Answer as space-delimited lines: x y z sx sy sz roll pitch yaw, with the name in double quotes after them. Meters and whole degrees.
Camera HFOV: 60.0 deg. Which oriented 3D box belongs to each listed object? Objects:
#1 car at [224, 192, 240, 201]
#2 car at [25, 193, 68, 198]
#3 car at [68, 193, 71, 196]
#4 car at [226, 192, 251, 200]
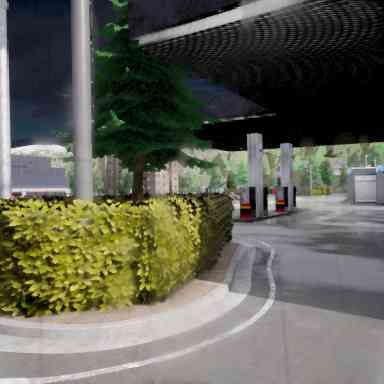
7.477 0.850 63.896 5.027 1.636 2.152 -1 1 35 "car"
-14.743 1.183 33.582 3.866 1.878 1.905 -1 1 35 "car"
-24.199 1.124 63.874 3.866 1.878 1.905 -1 1 35 "car"
9.251 0.811 66.483 4.514 1.523 2.007 -1 1 35 "car"
